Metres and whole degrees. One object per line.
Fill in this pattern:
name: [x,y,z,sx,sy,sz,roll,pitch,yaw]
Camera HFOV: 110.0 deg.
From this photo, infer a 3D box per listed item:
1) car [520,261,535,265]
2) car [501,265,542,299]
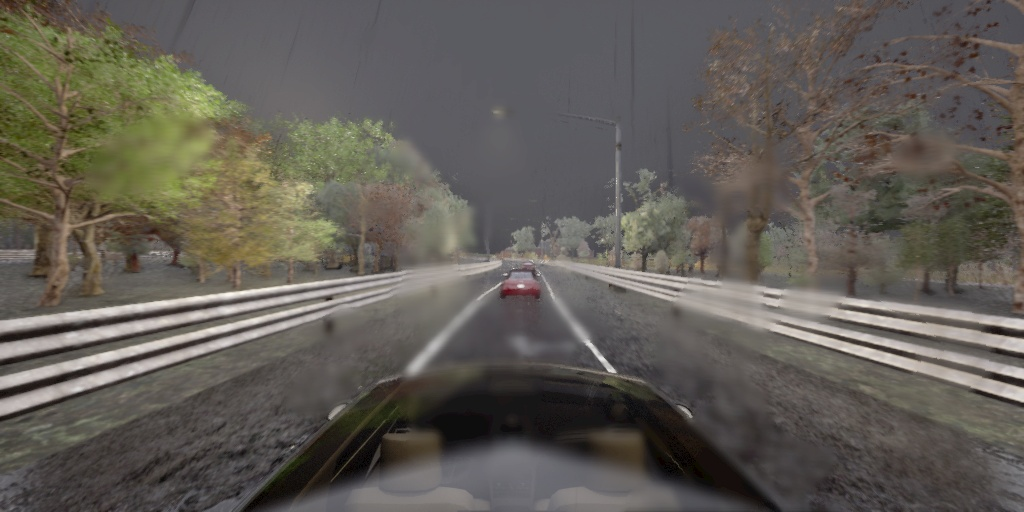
car: [2.014,1.425,46.955,1.812,1.442,4.674,1,0,2]
car: [0.518,1.369,18.648,1.994,1.385,4.181,0,0,3]
